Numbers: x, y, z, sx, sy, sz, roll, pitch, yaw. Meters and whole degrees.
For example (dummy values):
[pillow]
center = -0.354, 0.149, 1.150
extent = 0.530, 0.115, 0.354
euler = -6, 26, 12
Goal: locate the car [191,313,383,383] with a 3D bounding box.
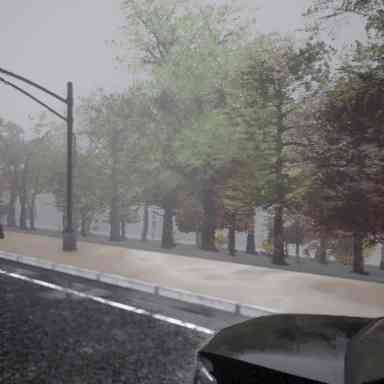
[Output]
[car]
center = 2.129, 1.526, 2.169
extent = 4.674, 1.442, 1.812
euler = 0, 0, 36
